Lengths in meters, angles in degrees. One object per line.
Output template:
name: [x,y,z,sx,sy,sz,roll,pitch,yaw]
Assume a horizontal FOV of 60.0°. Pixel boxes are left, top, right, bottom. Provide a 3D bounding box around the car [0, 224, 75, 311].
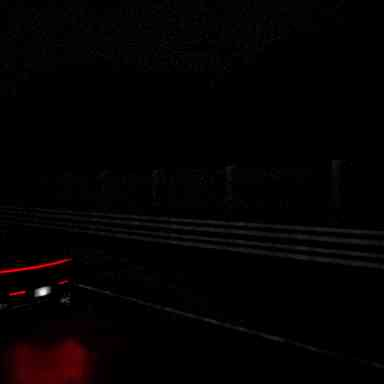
car: [-4.506,1.439,7.118,4.892,1.490,1.837,0,0,36]
